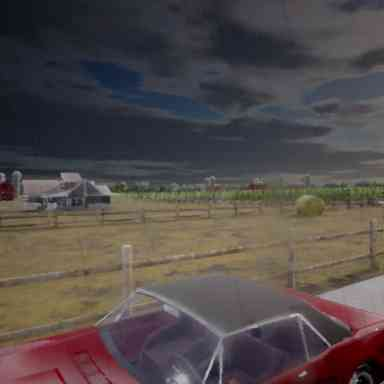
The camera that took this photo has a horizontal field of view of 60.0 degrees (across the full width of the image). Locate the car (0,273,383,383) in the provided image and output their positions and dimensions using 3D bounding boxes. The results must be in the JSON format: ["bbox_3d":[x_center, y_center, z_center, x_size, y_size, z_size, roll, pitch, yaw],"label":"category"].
[{"bbox_3d":[-0.072,1.597,3.019,4.718,1.301,1.895,0,0,-35],"label":"car"}]
